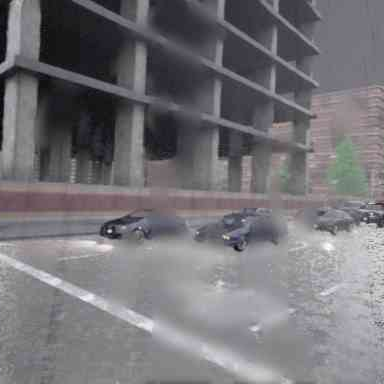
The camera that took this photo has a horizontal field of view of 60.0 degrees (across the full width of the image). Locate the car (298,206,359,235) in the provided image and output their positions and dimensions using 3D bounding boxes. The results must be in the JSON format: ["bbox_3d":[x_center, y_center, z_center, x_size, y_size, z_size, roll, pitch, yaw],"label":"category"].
[{"bbox_3d":[9.292,1.960,22.375,1.837,1.490,4.892,2,0,43],"label":"car"}]

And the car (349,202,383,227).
[{"bbox_3d":[16.559,2.017,30.222,2.150,2.045,5.566,2,0,42],"label":"car"}]

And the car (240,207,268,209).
[{"bbox_3d":[3.875,1.708,21.661,2.128,1.511,4.902,2,0,43],"label":"car"}]

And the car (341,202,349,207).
[{"bbox_3d":[18.040,2.103,36.948,2.150,2.045,5.566,2,0,43],"label":"car"}]

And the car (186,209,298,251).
[{"bbox_3d":[2.445,1.680,14.951,2.033,1.411,5.357,2,0,43],"label":"car"}]

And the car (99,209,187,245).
[{"bbox_3d":[-2.055,1.501,15.229,1.994,1.385,4.181,2,0,43],"label":"car"}]
